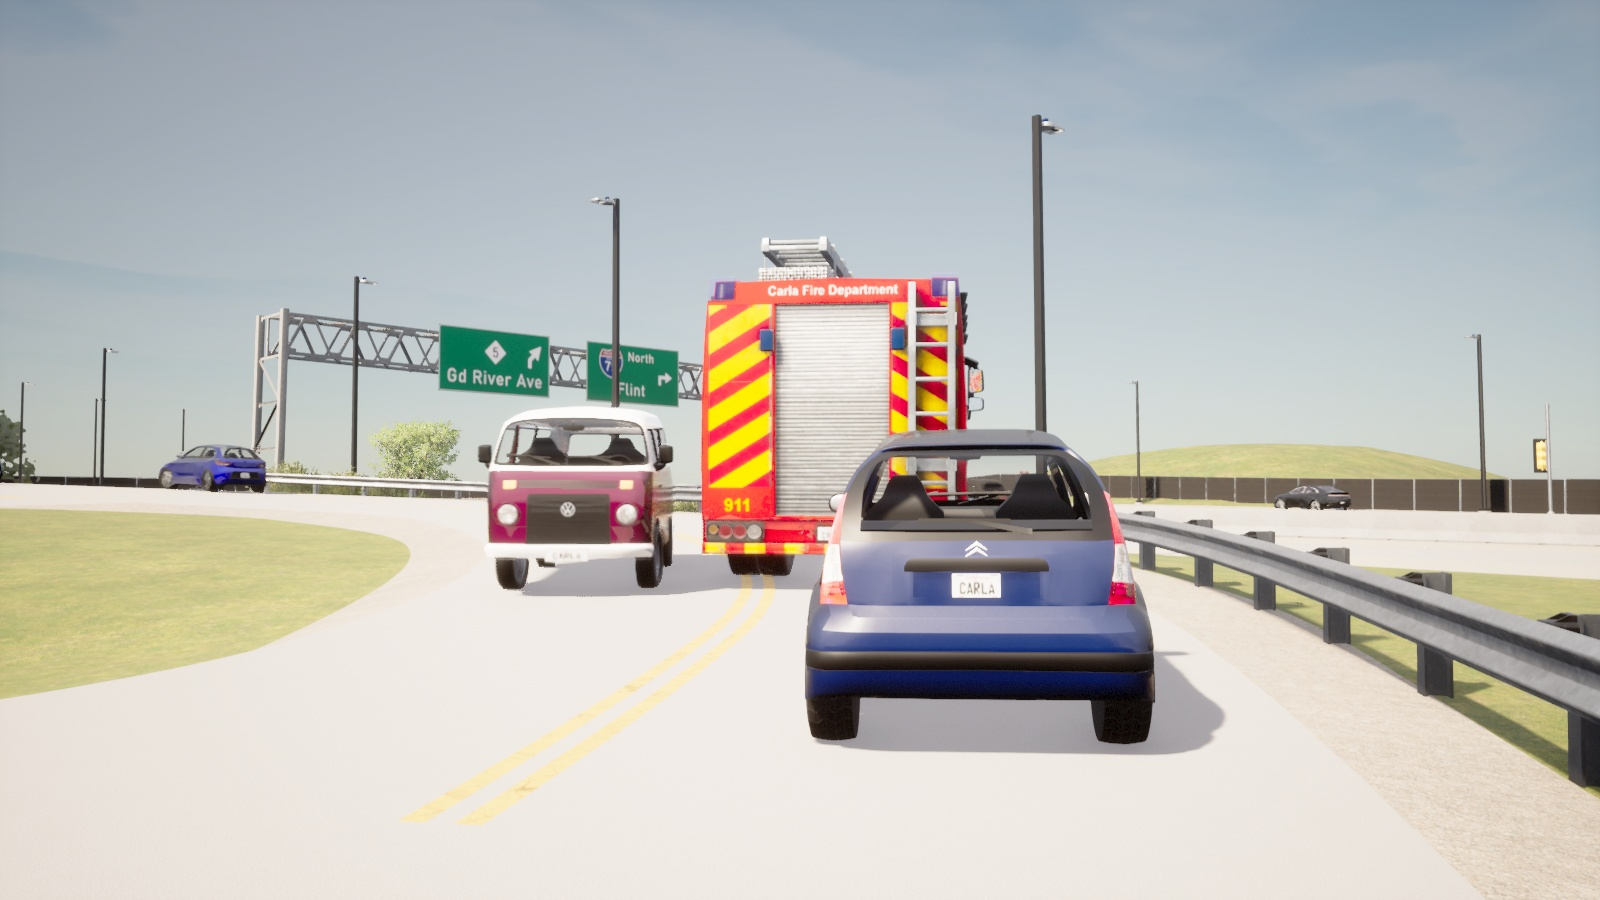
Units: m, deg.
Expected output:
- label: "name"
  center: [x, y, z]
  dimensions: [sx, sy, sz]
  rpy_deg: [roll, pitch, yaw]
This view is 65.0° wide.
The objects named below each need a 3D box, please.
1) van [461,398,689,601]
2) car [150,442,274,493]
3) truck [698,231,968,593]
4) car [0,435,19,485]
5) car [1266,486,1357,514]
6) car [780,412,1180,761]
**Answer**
- label: "van"
  center: [-2.467, 0.494, 14.898]
  dimensions: [2.069, 2.038, 4.480]
  rpy_deg: [0, 0, -2]
- label: "car"
  center: [-18.575, 0.543, 39.601]
  dimensions: [4.193, 1.474, 1.816]
  rpy_deg: [1, -3, 39]
- label: "truck"
  center: [0.896, -0.386, 17.653]
  dimensions: [2.891, 3.827, 8.468]
  rpy_deg: [0, 0, 8]
- label: "car"
  center: [-26.120, 0.237, 38.261]
  dimensions: [3.633, 1.501, 1.845]
  rpy_deg: [2, -2, 12]
- label: "car"
  center: [28.711, 2.764, 70.669]
  dimensions: [2.128, 1.511, 4.902]
  rpy_deg: [1, -2, -18]
- label: "car"
  center: [1.056, 0.644, 7.898]
  dimensions: [1.851, 1.617, 3.988]
  rpy_deg: [-1, 0, 7]
